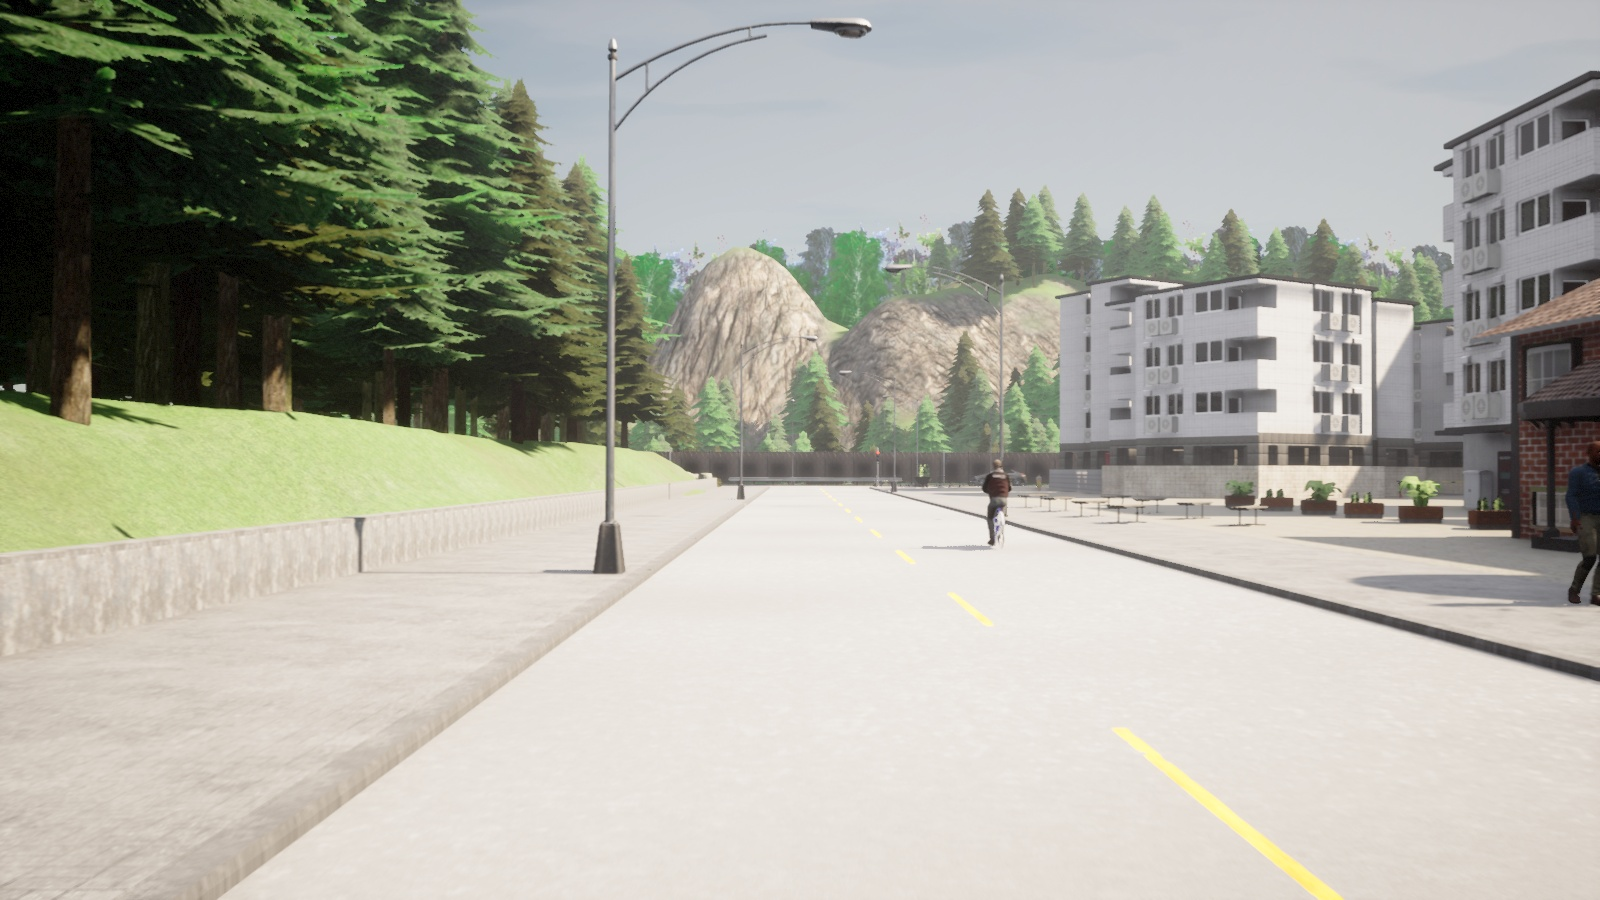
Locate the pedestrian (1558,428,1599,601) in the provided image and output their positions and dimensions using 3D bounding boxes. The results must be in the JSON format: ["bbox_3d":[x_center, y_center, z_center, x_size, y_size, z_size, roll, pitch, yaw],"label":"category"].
[{"bbox_3d":[8.631,0.687,13.649,0.370,1.835,0.726,0,-1,4],"label":"pedestrian"}]

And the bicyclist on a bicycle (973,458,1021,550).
[{"bbox_3d":[3.935,1.048,25.241,0.659,1.776,1.843,0,-1,0],"label":"bicyclist on a bicycle"}]
